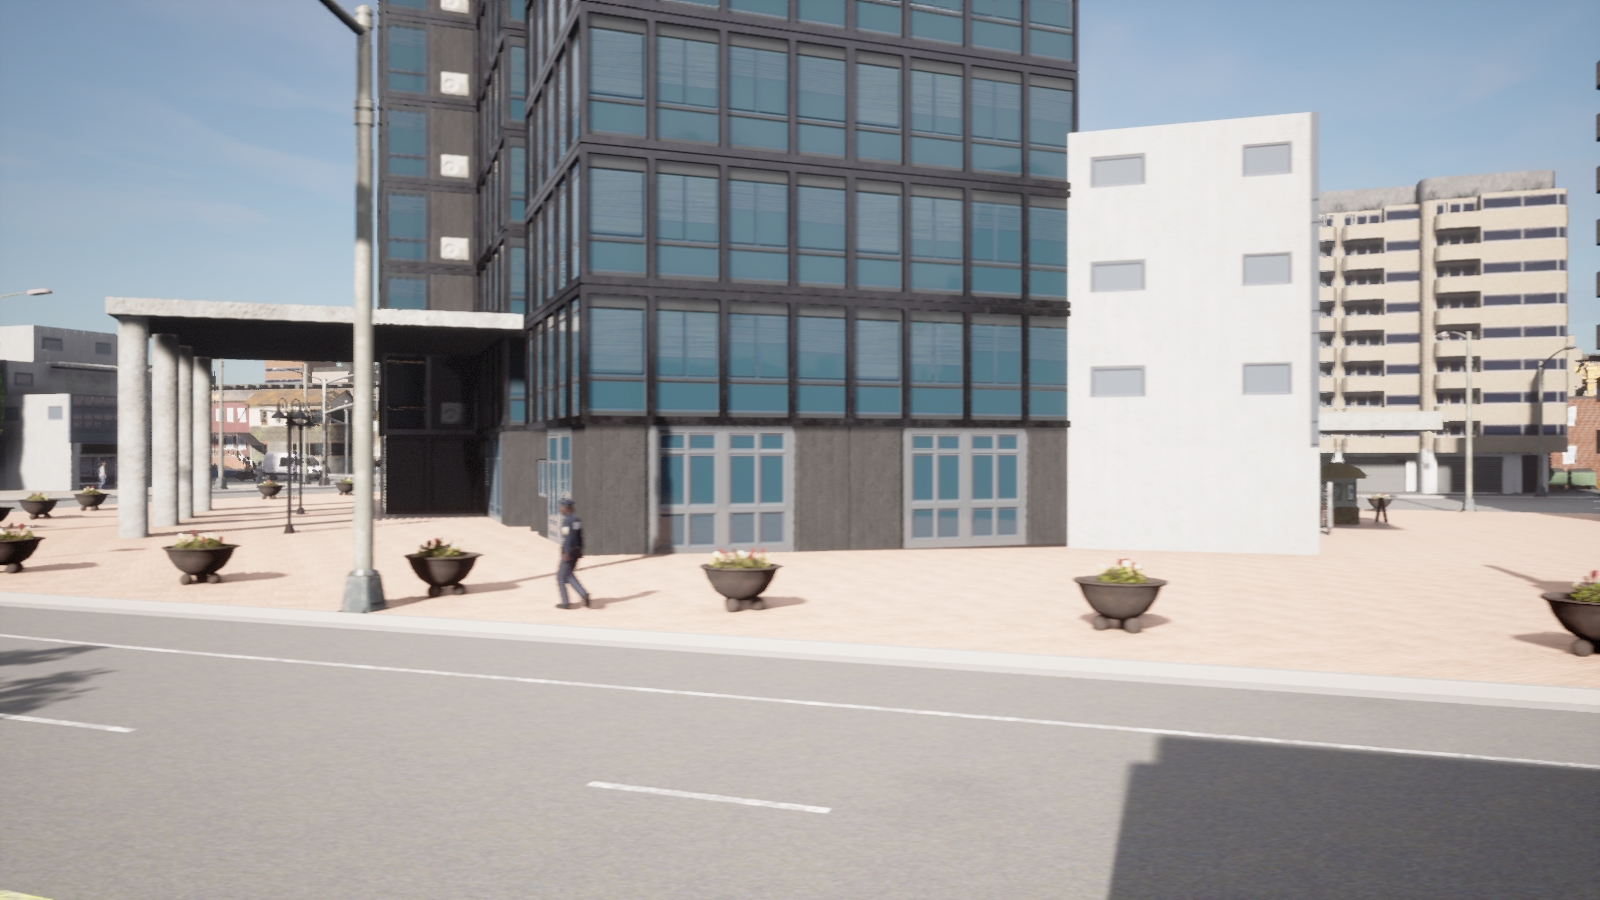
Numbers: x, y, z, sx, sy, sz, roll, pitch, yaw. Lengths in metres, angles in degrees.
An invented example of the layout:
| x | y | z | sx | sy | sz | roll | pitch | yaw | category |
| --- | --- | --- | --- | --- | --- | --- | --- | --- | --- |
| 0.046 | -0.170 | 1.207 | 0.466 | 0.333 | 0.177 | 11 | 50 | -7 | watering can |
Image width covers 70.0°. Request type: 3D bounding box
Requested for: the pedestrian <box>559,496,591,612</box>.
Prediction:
| x | y | z | sx | sy | sz | roll | pitch | yaw | category |
| --- | --- | --- | --- | --- | --- | --- | --- | --- | --- |
| -3.697 | 1.693 | 18.777 | 0.375 | 1.860 | 0.375 | 0 | 0 | 22 | pedestrian |
